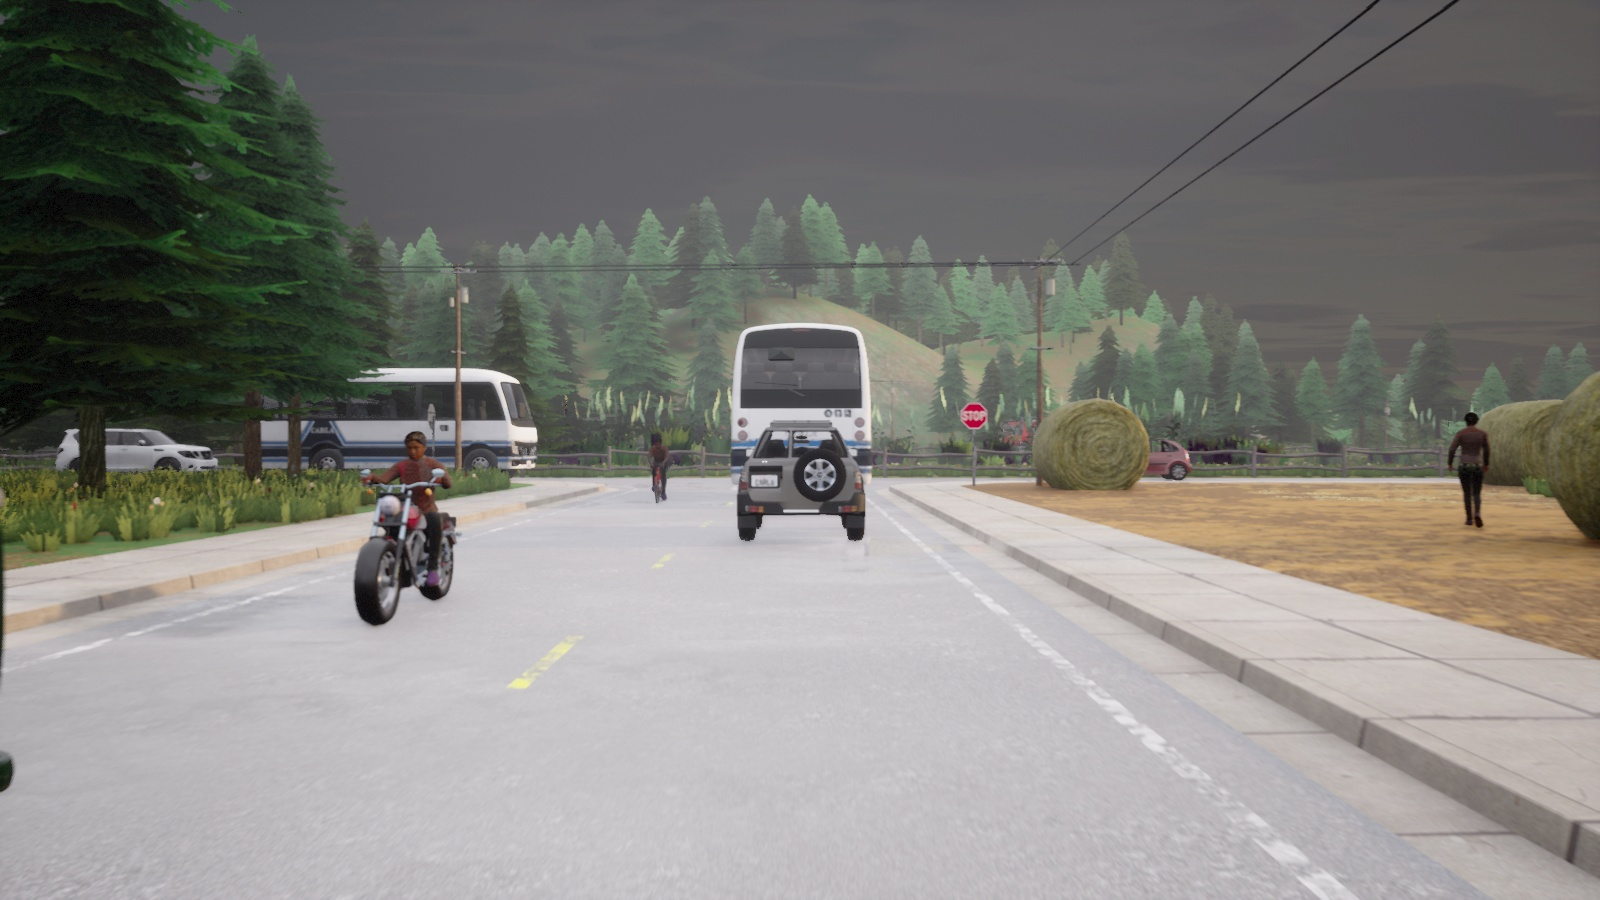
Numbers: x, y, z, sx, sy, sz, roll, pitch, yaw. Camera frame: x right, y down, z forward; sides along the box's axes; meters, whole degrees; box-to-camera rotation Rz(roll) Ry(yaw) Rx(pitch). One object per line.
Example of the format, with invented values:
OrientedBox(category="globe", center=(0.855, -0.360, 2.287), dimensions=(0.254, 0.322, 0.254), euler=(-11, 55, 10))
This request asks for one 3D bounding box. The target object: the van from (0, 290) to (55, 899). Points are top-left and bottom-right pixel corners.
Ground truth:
OrientedBox(category="van", center=(-3.487, 0.484, 2.150), dimensions=(1.775, 1.987, 4.442), euler=(0, 0, 0))

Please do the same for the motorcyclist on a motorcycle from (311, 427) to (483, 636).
OrientedBox(category="motorcyclist on a motorcycle", center=(-3.478, 0.632, 11.094), dimensions=(0.766, 1.649, 2.350), euler=(0, 0, 0))

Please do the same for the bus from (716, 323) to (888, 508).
OrientedBox(category="bus", center=(0.048, -0.821, 33.979), dimensions=(3.944, 4.253, 10.273), euler=(0, 0, 0))

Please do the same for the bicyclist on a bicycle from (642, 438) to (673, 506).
OrientedBox(category="bicyclist on a bicycle", center=(-3.475, 0.523, 30.809), dimensions=(0.582, 1.620, 1.656), euler=(0, 1, 0))

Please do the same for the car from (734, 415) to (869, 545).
OrientedBox(category="car", center=(0.031, 0.446, 20.263), dimensions=(1.932, 1.855, 4.605), euler=(0, 0, 0))

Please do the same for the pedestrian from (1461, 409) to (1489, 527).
OrientedBox(category="pedestrian", center=(10.553, 0.274, 19.645), dimensions=(0.328, 1.805, 0.869), euler=(0, 0, 25))

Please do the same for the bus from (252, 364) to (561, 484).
OrientedBox(category="bus", center=(-14.484, -0.940, 46.866), dimensions=(10.273, 4.253, 3.944), euler=(0, 0, 3))

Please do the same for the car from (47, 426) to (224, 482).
OrientedBox(category="car", center=(-24.979, 0.147, 47.338), dimensions=(5.566, 2.045, 2.150), euler=(0, 0, 2))

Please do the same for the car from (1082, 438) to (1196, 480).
OrientedBox(category="car", center=(13.167, 0.344, 49.000), dimensions=(3.988, 1.617, 1.851), euler=(0, 0, 3))
